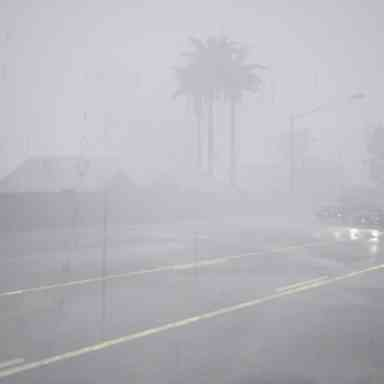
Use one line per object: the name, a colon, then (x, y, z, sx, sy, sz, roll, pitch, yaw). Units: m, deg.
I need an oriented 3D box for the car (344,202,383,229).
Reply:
car: (11.990, 1.545, 21.335, 4.181, 1.385, 1.994, 0, 0, -36)

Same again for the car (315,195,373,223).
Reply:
car: (11.865, 1.217, 25.557, 5.566, 2.045, 2.150, 0, 0, -35)
